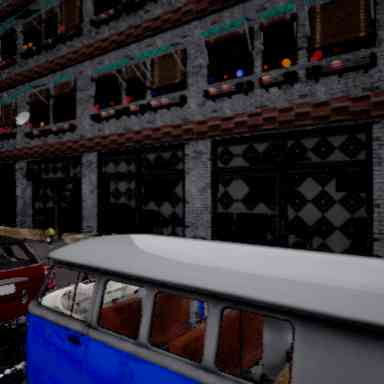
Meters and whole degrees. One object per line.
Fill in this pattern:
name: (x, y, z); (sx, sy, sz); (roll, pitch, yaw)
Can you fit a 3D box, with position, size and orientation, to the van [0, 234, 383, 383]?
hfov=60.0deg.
van: (0.250, 1.340, 2.703); (3.998, 1.788, 1.690); (0, 0, 36)
